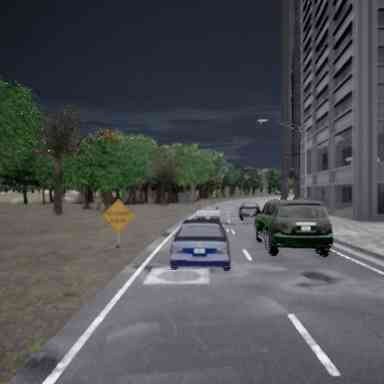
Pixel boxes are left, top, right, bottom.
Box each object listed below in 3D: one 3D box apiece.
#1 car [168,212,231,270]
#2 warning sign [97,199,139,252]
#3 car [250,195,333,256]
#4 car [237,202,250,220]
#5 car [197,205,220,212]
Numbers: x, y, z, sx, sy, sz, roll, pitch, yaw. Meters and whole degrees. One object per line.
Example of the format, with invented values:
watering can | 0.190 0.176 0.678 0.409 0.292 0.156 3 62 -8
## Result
car | 0.325 1.623 11.332 2.033 1.411 5.357 0 0 3
warning sign | -2.745 1.195 12.441 1.300 1.860 1.060 0 0 2
car | 3.961 1.316 13.776 2.150 2.045 5.566 0 0 3
car | 5.107 1.657 29.644 2.128 1.511 4.902 0 0 6
car | 1.478 1.758 28.570 1.895 1.301 4.718 0 0 5
